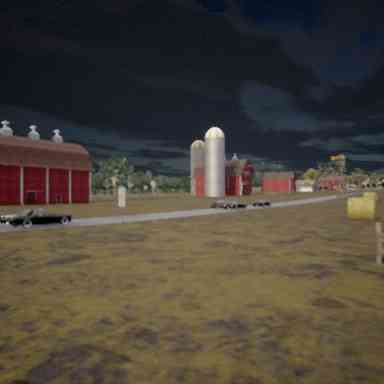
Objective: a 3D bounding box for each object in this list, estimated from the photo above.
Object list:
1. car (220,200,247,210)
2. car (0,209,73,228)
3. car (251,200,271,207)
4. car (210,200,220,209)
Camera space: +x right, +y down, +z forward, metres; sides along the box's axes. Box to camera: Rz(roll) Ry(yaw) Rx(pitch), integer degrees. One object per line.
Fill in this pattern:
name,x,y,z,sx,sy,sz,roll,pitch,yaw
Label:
car,6.570,2.008,50.080,1.895,1.301,4.718,0,0,35
car,-11.327,1.902,24.662,1.895,1.301,4.718,0,-1,35
car,12.229,1.972,58.245,1.895,1.301,4.718,0,0,35
car,4.854,1.964,52.577,2.033,1.411,5.357,0,0,36
